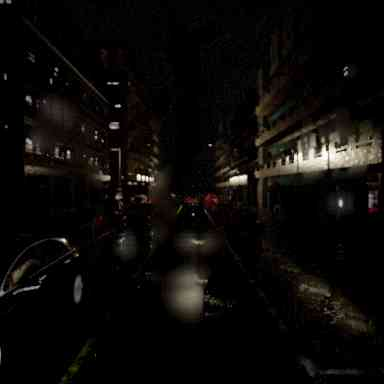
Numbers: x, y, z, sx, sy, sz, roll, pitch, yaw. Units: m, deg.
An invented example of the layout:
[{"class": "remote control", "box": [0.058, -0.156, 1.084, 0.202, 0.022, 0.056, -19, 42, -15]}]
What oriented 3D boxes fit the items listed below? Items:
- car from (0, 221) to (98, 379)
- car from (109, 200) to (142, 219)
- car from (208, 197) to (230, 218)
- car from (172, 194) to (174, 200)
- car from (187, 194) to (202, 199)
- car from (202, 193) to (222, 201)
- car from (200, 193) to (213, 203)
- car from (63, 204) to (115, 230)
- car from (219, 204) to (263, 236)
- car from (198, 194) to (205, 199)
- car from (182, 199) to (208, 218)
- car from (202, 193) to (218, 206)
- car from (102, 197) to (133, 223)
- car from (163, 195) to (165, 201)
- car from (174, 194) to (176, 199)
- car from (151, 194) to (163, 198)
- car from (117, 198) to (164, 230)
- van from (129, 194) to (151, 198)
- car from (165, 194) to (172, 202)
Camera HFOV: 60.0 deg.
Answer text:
[{"class": "car", "box": [-3.092, 1.487, 5.035, 1.837, 1.490, 4.892, 0, 1, 0]}, {"class": "car", "box": [-5.667, 1.459, 29.017, 2.008, 1.369, 4.403, -1, 0, 0]}, {"class": "car", "box": [2.680, 1.433, 29.159, 1.752, 1.417, 4.829, -1, 0, 0]}, {"class": "car", "box": [-5.700, 1.353, 73.834, 1.802, 1.307, 4.206, -1, 0, 0]}, {"class": "car", "box": [0.101, 1.363, 45.314, 1.837, 1.490, 4.892, 0, 0, 0]}, {"class": "car", "box": [2.677, 1.188, 40.192, 2.192, 1.841, 5.009, -1, 0, 0]}, {"class": "car", "box": [2.677, 1.119, 62.600, 2.192, 1.841, 5.009, -1, 0, 0]}, {"class": "car", "box": [-5.667, 1.525, 17.814, 1.802, 1.307, 4.206, -1, 0, 0]}, {"class": "car", "box": [2.681, 1.525, 17.785, 1.802, 1.307, 4.206, -1, 0, 0]}, {"class": "car", "box": [2.680, 1.245, 90.781, 1.752, 1.417, 4.829, -1, 0, 0]}, {"class": "car", "box": [0.099, 1.509, 28.915, 1.895, 1.301, 4.718, 0, 0, 0]}, {"class": "car", "box": [2.677, 1.154, 51.396, 2.192, 1.841, 5.009, -1, 0, 0]}, {"class": "car", "box": [-5.668, 1.366, 23.415, 1.967, 1.590, 4.097, -1, 0, 0]}, {"class": "car", "box": [-5.707, 1.390, 51.426, 2.008, 1.369, 4.403, -1, 0, 0]}, {"class": "car", "box": [-5.700, 1.288, 85.038, 2.008, 1.369, 4.403, -1, 0, 0]}, {"class": "car", "box": [-5.693, 1.171, 45.822, 2.192, 1.841, 5.009, -1, 0, 0]}, {"class": "car", "box": [-3.087, 1.411, 20.948, 1.882, 1.535, 5.008, 0, 0, 0]}, {"class": "van", "box": [-5.670, 1.232, 34.619, 1.690, 1.788, 3.998, -1, 0, 0]}, {"class": "car", "box": [-5.700, 1.370, 68.231, 1.802, 1.307, 4.206, -1, 0, 0]}]
